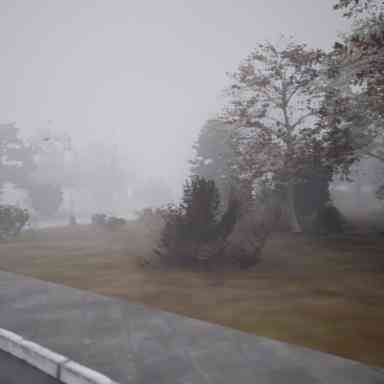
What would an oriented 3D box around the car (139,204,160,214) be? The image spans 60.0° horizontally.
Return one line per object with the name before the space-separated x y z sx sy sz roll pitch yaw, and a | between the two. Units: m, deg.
car | -6.620 2.755 53.273 2.097 1.767 4.553 -4 -2 32
